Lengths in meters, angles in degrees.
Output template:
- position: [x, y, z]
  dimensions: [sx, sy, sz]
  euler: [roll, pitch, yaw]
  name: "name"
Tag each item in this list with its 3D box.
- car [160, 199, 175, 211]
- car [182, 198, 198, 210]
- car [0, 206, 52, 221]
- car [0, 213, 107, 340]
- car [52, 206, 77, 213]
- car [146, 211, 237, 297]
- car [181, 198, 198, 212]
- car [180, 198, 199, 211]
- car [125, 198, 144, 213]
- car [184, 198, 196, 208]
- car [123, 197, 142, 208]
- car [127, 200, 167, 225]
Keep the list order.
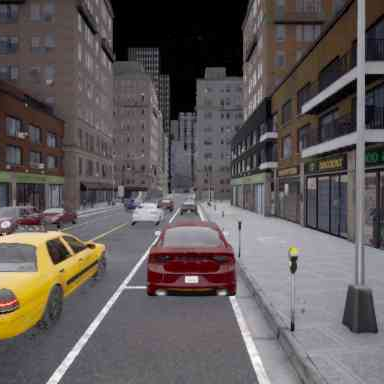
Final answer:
- position: [-3.071, 1.508, 38.622]
  dimensions: [1.812, 1.442, 4.674]
  euler: [0, 0, 0]
  name: "car"
- position: [-0.277, 1.543, 44.111]
  dimensions: [1.947, 1.339, 4.313]
  euler: [-1, 0, 0]
  name: "car"
- position: [-8.823, 1.435, 16.181]
  dimensions: [1.967, 1.590, 4.097]
  euler: [-1, 0, 0]
  name: "car"
- position: [-3.145, 1.454, 6.818]
  dimensions: [1.801, 1.575, 5.366]
  euler: [0, 0, 0]
  name: "car"
- position: [-8.822, 1.575, 21.767]
  dimensions: [1.802, 1.307, 4.206]
  euler: [-1, 0, 0]
  name: "car"
- position: [-0.006, 1.475, 8.652]
  dimensions: [1.882, 1.535, 5.008]
  euler: [0, 0, 0]
  name: "car"
- position: [-0.279, 1.507, 38.694]
  dimensions: [1.752, 1.417, 4.829]
  euler: [-1, 0, 0]
  name: "car"
- position: [-0.280, 1.537, 32.939]
  dimensions: [2.008, 1.369, 4.403]
  euler: [-1, 0, 0]
  name: "car"
- position: [-6.224, 1.460, 37.715]
  dimensions: [1.882, 1.535, 5.008]
  euler: [0, 0, 0]
  name: "car"
- position: [-0.276, 1.554, 49.696]
  dimensions: [1.802, 1.307, 4.206]
  euler: [-1, 0, 0]
  name: "car"
- position: [-8.822, 1.516, 49.695]
  dimensions: [1.887, 1.381, 4.507]
  euler: [-1, 0, 0]
  name: "car"
- position: [-3.069, 1.518, 23.644]
  dimensions: [1.812, 1.442, 4.674]
  euler: [0, 0, 0]
  name: "car"
